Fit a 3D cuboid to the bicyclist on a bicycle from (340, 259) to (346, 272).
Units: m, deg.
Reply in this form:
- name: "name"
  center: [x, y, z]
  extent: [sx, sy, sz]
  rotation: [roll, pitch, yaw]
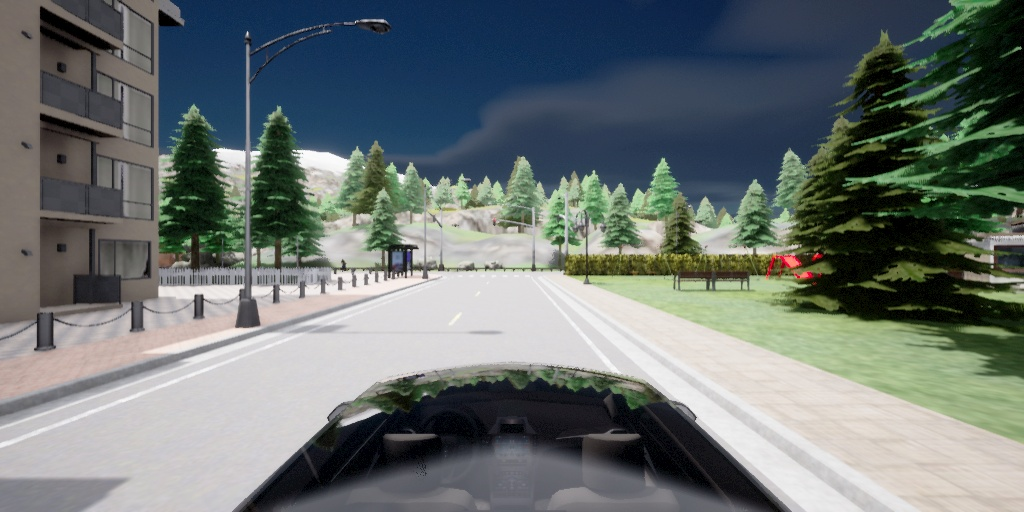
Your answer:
- name: "bicyclist on a bicycle"
  center: [-21.652, 1.199, 45.986]
  extent: [0.582, 1.620, 1.656]
  rotation: [0, 0, 0]
